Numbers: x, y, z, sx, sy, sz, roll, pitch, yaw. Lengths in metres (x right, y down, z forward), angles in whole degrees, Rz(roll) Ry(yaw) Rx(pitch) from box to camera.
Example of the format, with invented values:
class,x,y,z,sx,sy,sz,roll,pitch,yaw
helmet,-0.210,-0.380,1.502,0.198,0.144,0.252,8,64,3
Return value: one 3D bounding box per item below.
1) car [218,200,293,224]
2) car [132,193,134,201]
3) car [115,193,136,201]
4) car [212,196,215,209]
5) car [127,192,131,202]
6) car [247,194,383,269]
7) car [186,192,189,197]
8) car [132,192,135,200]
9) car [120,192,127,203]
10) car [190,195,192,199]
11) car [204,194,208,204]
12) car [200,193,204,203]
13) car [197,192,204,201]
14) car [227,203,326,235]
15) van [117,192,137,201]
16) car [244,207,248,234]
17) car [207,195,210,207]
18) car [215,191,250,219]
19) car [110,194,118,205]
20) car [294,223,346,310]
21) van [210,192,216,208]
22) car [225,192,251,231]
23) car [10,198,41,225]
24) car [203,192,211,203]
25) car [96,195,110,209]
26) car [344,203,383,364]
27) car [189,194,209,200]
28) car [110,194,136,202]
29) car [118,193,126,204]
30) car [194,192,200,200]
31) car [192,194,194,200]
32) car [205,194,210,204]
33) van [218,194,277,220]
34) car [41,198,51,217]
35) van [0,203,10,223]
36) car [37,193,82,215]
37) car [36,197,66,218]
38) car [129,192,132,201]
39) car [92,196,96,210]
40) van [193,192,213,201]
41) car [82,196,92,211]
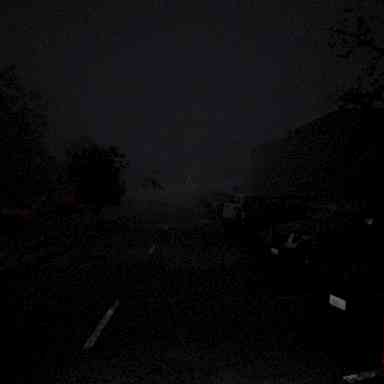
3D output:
class,x,y,z,sx,sy,sz,roll,pitch,yaw
car,4.684,1.408,24.505,5.008,1.535,2.097,1,0,-20
car,-14.750,1.357,66.736,4.674,1.452,2.002,-1,1,-24
car,-15.672,1.160,78.556,4.553,1.767,2.185,-1,1,-25
car,4.683,1.419,30.538,4.792,1.488,2.163,1,0,-20
car,-14.556,1.333,60.749,5.366,1.575,1.946,-1,1,-23
car,4.712,1.202,9.463,5.566,2.045,2.435,1,0,-20
car,1.927,1.206,84.713,5.366,1.575,1.946,1,0,-26
car,-14.963,1.350,69.690,4.674,1.452,2.002,-1,1,-24
car,-14.261,1.216,57.859,4.553,1.767,2.185,-1,0,-23
car,2.920,1.242,75.771,4.892,1.521,2.231,1,0,-25
car,4.522,1.352,42.582,4.892,1.521,2.231,1,0,-21
car,4.300,1.320,51.646,5.008,1.535,2.097,1,0,-22
car,4.073,1.300,57.680,5.008,1.535,2.097,1,0,-23
car,4.705,1.426,18.494,5.008,1.535,2.097,1,0,-20
van,-15.882,1.051,81.542,4.442,1.987,1.878,-1,0,-25
car,4.696,1.473,12.472,4.792,1.488,2.163,1,0,-20
car,4.786,1.370,36.622,5.366,1.575,1.946,1,0,-21
car,4.719,1.166,21.513,5.566,2.045,2.435,1,0,-20
car,-13.891,1.394,48.974,4.792,1.488,2.163,-1,0,-22
car,4.716,1.492,6.460,4.792,1.488,2.163,1,0,-20
van,4.533,1.153,33.492,4.442,1.987,1.878,1,0,-21
car,4.740,1.184,15.504,5.566,2.045,2.435,1,0,-20
car,-13.331,1.433,22.331,5.366,1.575,1.946,-1,0,-20
car,4.451,1.215,45.601,4.553,1.767,2.185,1,0,-22
car,-13.694,1.380,43.066,5.008,1.535,2.097,-1,0,-21
car,4.729,1.220,3.449,5.566,2.045,2.435,1,0,-20
car,1.970,1.237,87.774,4.792,1.488,2.163,1,0,-26
car,-15.608,1.294,75.516,5.366,1.575,1.946,-1,1,-25
car,-14.081,1.348,54.909,5.008,1.535,2.097,-1,1,-22
car,3.898,1.038,60.682,5.566,2.045,2.435,1,0,-23
car,3.145,1.290,72.761,4.674,1.452,2.002,1,0,-25
car,4.590,1.361,39.564,5.008,1.535,2.097,1,0,-21
van,4.565,1.172,27.467,4.442,1.987,1.878,1,0,-20
car,-13.545,1.460,25.227,4.792,1.488,2.163,-1,0,-20
van,-13.388,1.220,19.332,4.442,1.987,1.878,-1,0,-20
car,-13.577,1.162,31.178,5.566,2.045,2.435,-1,0,-20
car,-13.506,1.451,28.231,4.792,1.488,2.163,-1,0,-20
car,-14.534,1.199,63.791,4.553,1.767,2.185,-1,0,-23
car,-13.597,1.398,37.133,4.892,1.521,2.231,-1,0,-21
van,2.557,1.004,78.728,4.442,1.987,1.878,1,0,-25
car,-13.399,1.399,34.233,5.366,1.575,1.946,-1,0,-20
